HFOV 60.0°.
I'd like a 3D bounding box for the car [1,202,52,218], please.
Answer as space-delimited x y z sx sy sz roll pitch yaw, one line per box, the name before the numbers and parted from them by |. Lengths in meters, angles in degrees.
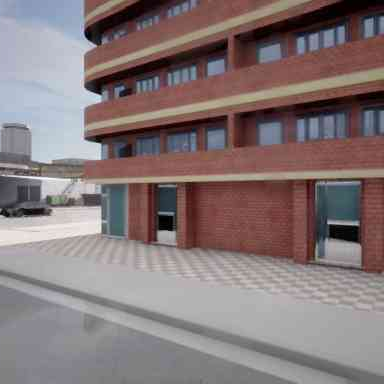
car | -14.850 1.563 29.967 1.994 1.385 4.181 0 0 34
